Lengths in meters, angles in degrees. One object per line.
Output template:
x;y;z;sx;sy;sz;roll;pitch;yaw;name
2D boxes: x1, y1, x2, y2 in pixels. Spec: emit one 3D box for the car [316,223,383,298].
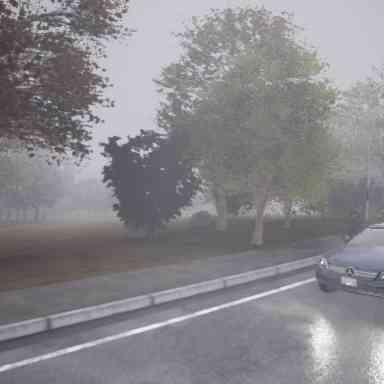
4.799;1.491;7.854;4.674;1.442;1.812;1;-1;-40;car
